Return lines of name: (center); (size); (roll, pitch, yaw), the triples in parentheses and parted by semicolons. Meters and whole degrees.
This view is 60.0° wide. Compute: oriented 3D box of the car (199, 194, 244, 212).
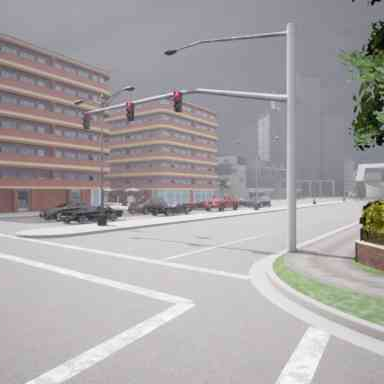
car: (3.644, 1.221, 39.929); (2.150, 2.045, 5.566); (0, 0, 36)

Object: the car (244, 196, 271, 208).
car: (9.698, 1.352, 48.193); (2.097, 1.767, 4.553); (0, 0, 36)

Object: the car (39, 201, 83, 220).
car: (-9.948, 1.505, 27.224); (1.837, 1.490, 4.892); (0, 0, 36)

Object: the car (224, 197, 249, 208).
car: (6.765, 1.526, 50.110); (1.812, 1.442, 4.674); (0, 0, 36)

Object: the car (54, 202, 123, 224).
car: (-7.436, 1.601, 24.760); (1.895, 1.301, 4.718); (0, 0, 33)

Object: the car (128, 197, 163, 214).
car: (-4.544, 1.352, 34.635); (2.097, 1.767, 4.553); (0, 0, 35)

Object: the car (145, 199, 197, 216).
car: (-1.941, 1.599, 32.275); (1.895, 1.301, 4.718); (0, 0, 36)

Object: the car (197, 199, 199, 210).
car: (0.711, 1.601, 41.851); (1.895, 1.301, 4.718); (0, 0, 36)
